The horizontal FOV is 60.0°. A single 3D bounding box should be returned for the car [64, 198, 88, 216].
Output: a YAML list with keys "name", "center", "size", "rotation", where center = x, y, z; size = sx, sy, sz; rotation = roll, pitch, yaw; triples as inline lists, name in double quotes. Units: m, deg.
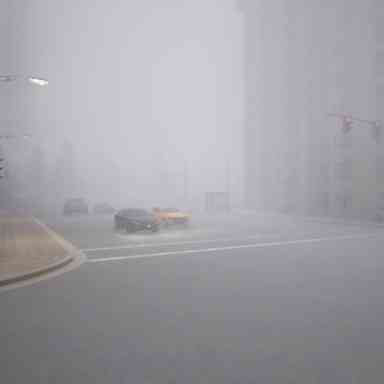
- name: "car"
  center: [-14.594, 1.820, 41.618]
  size: [2.150, 2.045, 5.566]
  rotation: [0, -1, -29]

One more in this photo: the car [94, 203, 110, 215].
- name: "car"
  center: [-11.332, 2.155, 42.937]
  size: [2.033, 1.411, 5.357]
  rotation: [0, -1, -29]

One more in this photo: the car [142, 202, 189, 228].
- name: "car"
  center: [-1.971, 1.839, 25.907]
  size: [1.882, 1.535, 5.008]
  rotation: [0, -1, -29]

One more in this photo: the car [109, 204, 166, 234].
- name: "car"
  center: [-3.733, 1.813, 21.865]
  size: [1.837, 1.490, 4.892]
  rotation: [0, -1, -29]

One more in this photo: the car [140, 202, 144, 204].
- name: "car"
  center: [-7.141, 2.231, 50.573]
  size: [1.812, 1.442, 4.674]
  rotation: [0, -1, -22]
